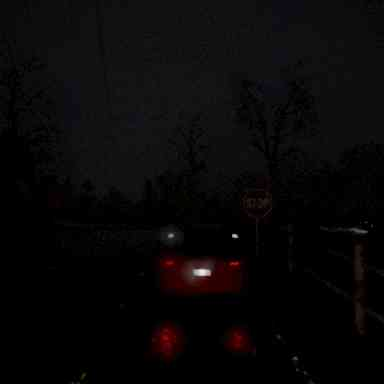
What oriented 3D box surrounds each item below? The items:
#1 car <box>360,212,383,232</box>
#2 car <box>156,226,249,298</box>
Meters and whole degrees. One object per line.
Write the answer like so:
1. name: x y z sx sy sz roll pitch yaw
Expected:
1. car: 13.576 1.889 22.185 4.181 1.385 1.994 1 1 0
2. car: 0.279 1.573 8.603 1.994 1.385 4.181 0 0 2
